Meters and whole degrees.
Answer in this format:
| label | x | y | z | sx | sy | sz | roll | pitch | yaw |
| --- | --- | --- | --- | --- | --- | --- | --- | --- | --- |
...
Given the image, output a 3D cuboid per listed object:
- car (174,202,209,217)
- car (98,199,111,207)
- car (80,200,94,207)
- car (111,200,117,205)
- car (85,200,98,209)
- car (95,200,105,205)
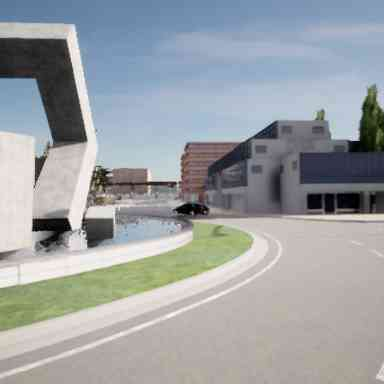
| label | x | y | z | sx | sy | sz | roll | pitch | yaw |
| --- | --- | --- | --- | --- | --- | --- | --- | --- | --- |
| car | -0.134 | 1.929 | 37.246 | 1.837 | 1.490 | 4.892 | 0 | -1 | -40 |
| car | -20.604 | 2.472 | 76.371 | 2.097 | 1.767 | 4.553 | -1 | -1 | -5 |
| car | -24.146 | 2.643 | 76.739 | 1.882 | 1.535 | 5.008 | -1 | -1 | -5 |
| car | -21.904 | 2.825 | 91.594 | 1.812 | 1.442 | 4.674 | -1 | -1 | -5 |
| car | -19.404 | 2.438 | 61.361 | 1.837 | 1.490 | 4.892 | -1 | -1 | -3 |
| car | -25.456 | 2.897 | 92.049 | 1.994 | 1.385 | 4.181 | -1 | -1 | -5 |
